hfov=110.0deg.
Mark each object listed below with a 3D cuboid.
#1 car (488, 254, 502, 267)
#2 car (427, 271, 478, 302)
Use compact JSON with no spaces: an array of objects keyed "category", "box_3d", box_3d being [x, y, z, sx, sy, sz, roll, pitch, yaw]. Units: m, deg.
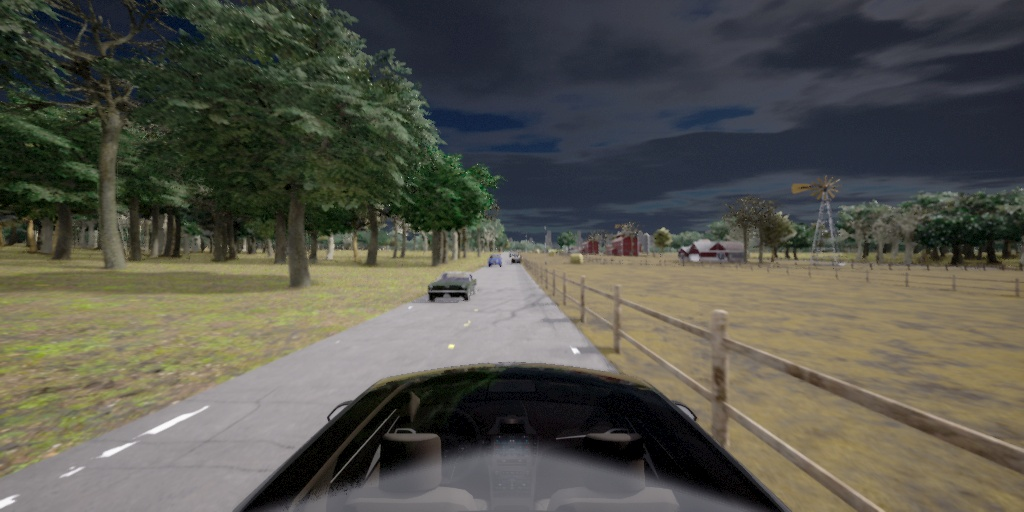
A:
[{"category":"car","box_3d":[-2.799,0.783,59.506,2.150,2.045,5.566,0,1,1]},{"category":"car","box_3d":[-2.854,1.448,17.938,1.895,1.301,4.718,0,0,0]}]
